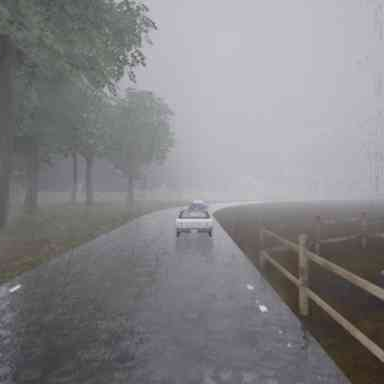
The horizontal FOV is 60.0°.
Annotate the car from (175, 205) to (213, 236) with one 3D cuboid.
[{"bbox_3d":[0.110,1.598,18.290,1.895,1.301,4.718,0,0,0],"label":"car"}]

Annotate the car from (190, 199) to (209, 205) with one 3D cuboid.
[{"bbox_3d":[0.822,1.479,36.033,1.812,1.442,4.674,0,0,7],"label":"car"}]
